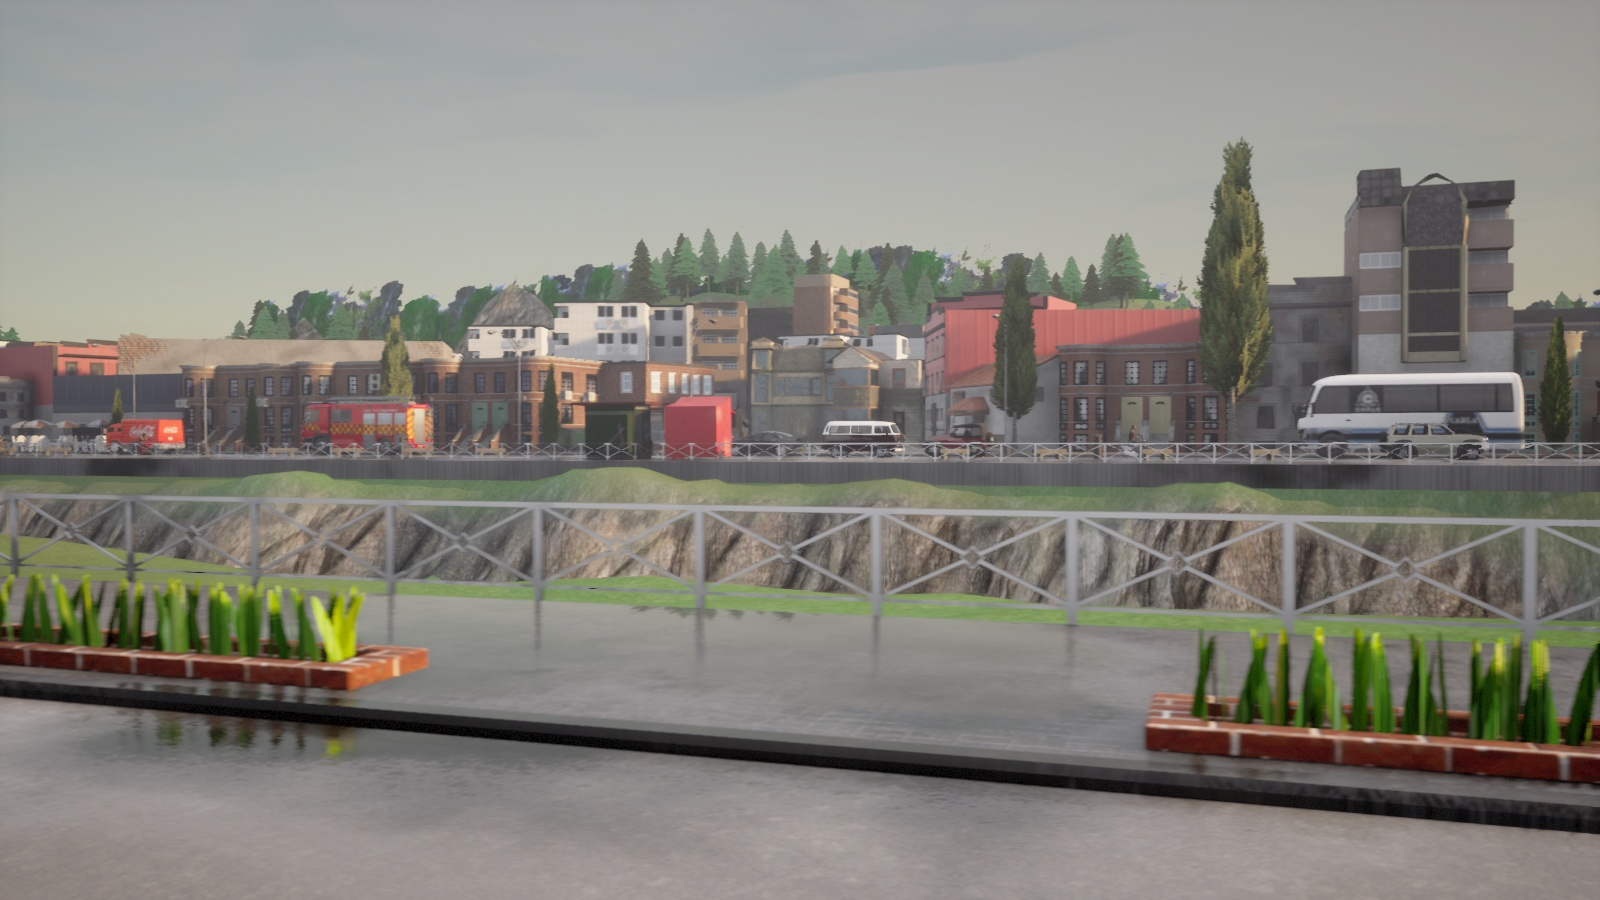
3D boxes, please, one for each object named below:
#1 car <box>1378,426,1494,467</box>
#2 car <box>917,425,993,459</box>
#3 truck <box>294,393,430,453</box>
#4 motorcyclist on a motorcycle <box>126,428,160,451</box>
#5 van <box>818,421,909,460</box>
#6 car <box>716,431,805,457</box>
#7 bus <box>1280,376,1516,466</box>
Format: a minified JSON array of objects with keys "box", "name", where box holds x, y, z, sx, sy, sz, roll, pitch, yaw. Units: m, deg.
[{"box":[29.727,-0.187,58.827,4.605,1.855,1.932,1,1,19],"name":"car"},{"box":[8.673,-0.468,70.121,3.866,1.878,1.905,1,1,19],"name":"car"},{"box":[-28.876,-1.772,82.729,8.468,3.827,2.891,1,1,19],"name":"truck"},{"box":[-43.691,-0.693,83.505,2.044,1.523,0.797,1,1,19],"name":"motorcyclist on a motorcycle"},{"box":[3.416,-0.521,67.669,4.480,2.038,2.069,1,1,19],"name":"van"},{"box":[-2.308,-0.359,73.816,4.892,1.490,1.837,1,1,19],"name":"car"},{"box":[29.687,-1.448,63.040,10.273,4.253,3.944,1,1,19],"name":"bus"}]
